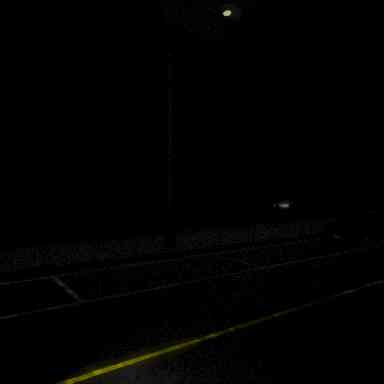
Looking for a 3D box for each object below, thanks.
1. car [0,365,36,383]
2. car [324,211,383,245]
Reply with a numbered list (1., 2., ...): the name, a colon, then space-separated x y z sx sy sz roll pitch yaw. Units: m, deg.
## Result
1. car: -2.995 1.502 1.035 4.892 1.490 1.837 1 -1 -35
2. car: 8.036 1.566 15.630 4.313 1.339 1.947 0 0 -36
